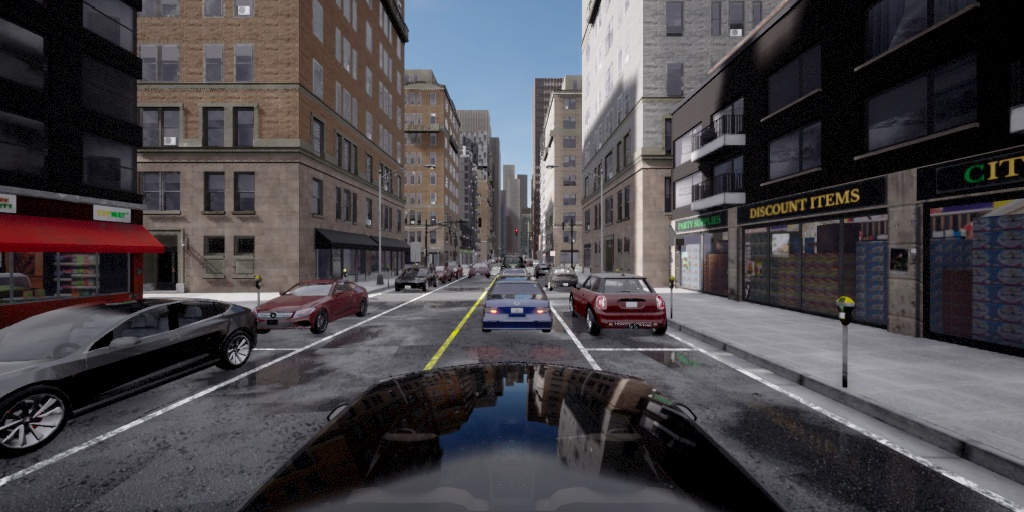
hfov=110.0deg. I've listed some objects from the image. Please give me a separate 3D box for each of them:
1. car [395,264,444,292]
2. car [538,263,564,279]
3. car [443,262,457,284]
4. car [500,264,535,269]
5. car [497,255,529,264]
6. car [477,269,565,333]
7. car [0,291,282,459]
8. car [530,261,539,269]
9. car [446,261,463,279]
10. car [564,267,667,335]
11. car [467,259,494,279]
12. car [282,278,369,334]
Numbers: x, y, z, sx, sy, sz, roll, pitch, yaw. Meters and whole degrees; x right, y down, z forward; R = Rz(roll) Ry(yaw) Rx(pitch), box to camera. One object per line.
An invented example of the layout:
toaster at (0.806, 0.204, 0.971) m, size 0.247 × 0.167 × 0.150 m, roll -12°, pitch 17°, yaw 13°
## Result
car at (-5.623, 1.317, 21.563) m, size 1.948 × 1.339 × 4.313 m, roll 0°, pitch 0°, yaw 0°
car at (2.902, 1.301, 21.542) m, size 2.007 × 1.370 × 4.403 m, roll 0°, pitch 0°, yaw 0°
car at (-5.610, 1.334, 27.065) m, size 1.802 × 1.307 × 4.207 m, roll 0°, pitch 0°, yaw 0°
car at (0.145, 1.352, 21.261) m, size 1.895 × 1.301 × 4.718 m, roll 0°, pitch 0°, yaw 0°
car at (0.079, 0.975, 31.293) m, size 2.150 × 2.045 × 5.566 m, roll 0°, pitch 0°, yaw -1°
car at (0.122, 1.297, 10.755) m, size 2.033 × 1.411 × 5.357 m, roll 0°, pitch 0°, yaw 0°
car at (-5.664, 1.315, 5.060) m, size 1.948 × 1.339 × 4.313 m, roll 0°, pitch 0°, yaw 0°
car at (2.930, 1.319, 32.545) m, size 1.948 × 1.339 × 4.313 m, roll 0°, pitch 0°, yaw 0°
car at (-5.596, 1.193, 32.566) m, size 1.967 × 1.591 × 4.097 m, roll 0°, pitch 0°, yaw 0°
car at (2.875, 1.190, 10.540) m, size 1.967 × 1.591 × 4.097 m, roll 0°, pitch 0°, yaw 0°
car at (-2.925, 1.317, 33.334) m, size 1.812 × 1.442 × 4.674 m, roll 0°, pitch 0°, yaw 0°
car at (-5.650, 1.332, 10.561) m, size 1.802 × 1.307 × 4.207 m, roll 0°, pitch 0°, yaw 0°
